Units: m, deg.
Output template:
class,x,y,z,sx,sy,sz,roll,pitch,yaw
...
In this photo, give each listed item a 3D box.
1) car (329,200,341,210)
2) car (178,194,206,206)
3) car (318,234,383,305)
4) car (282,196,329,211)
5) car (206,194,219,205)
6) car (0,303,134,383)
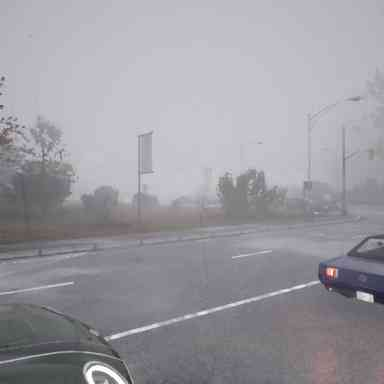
class,x,y,z,sx,sy,sz,roll,pitch,yaw
car,14.419,1.241,37.937,2.128,1.511,4.902,-1,0,-39
car,-0.568,1.295,51.089,1.837,1.490,4.892,-1,0,-39
car,4.906,1.572,7.230,4.718,1.301,1.895,-1,0,-35
car,11.698,1.285,35.704,1.837,1.490,4.892,-1,0,-38
car,2.308,1.111,53.095,2.097,1.767,4.553,-1,0,-39
car,-2.567,1.352,1.893,4.553,1.767,2.097,0,0,-36
